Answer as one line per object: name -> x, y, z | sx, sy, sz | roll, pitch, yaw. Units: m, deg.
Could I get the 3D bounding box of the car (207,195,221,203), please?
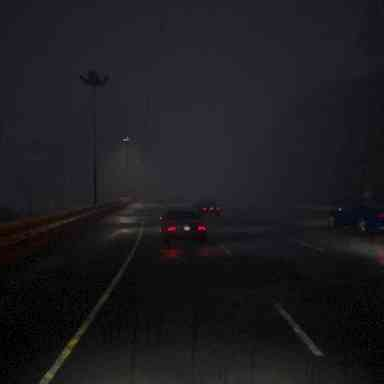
car -> 4.204, 1.350, 63.382 | 1.812, 1.442, 4.674 | -1, 0, -6

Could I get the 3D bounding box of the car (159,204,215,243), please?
car -> -0.525, 1.521, 15.922 | 2.033, 1.411, 5.357 | -1, 0, -7

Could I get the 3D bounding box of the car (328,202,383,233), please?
car -> 9.650, 1.330, 18.839 | 1.882, 1.535, 5.008 | 0, 0, -7

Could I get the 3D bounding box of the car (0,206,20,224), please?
car -> -11.784, 1.573, 19.401 | 1.882, 1.535, 5.008 | -1, 0, -7

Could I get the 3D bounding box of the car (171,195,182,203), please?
car -> -2.943, 1.381, 64.352 | 1.882, 1.535, 5.008 | -1, 0, -6

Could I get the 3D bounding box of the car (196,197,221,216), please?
car -> 1.242, 1.470, 30.956 | 2.033, 1.411, 5.357 | -1, 0, -10

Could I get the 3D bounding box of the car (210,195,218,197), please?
car -> 2.671, 1.354, 45.807 | 1.882, 1.535, 5.008 | -1, 0, -7

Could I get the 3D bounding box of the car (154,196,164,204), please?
car -> -6.181, 1.436, 61.917 | 2.128, 1.511, 4.902 | -1, 0, -6
